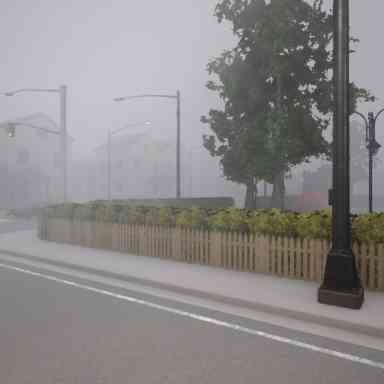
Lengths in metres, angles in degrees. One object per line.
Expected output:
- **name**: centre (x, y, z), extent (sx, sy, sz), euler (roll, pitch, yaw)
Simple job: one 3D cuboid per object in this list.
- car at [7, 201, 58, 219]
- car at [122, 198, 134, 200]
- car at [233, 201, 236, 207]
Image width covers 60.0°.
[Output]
- **car**: centre (-13.259, 1.547, 29.458), extent (2.033, 1.411, 5.357), euler (0, 0, 35)
- **car**: centre (-7.317, 1.491, 38.004), extent (2.128, 1.511, 4.902), euler (0, 0, 35)
- **car**: centre (4.909, 1.564, 49.111), extent (1.994, 1.385, 4.181), euler (0, 0, 35)
